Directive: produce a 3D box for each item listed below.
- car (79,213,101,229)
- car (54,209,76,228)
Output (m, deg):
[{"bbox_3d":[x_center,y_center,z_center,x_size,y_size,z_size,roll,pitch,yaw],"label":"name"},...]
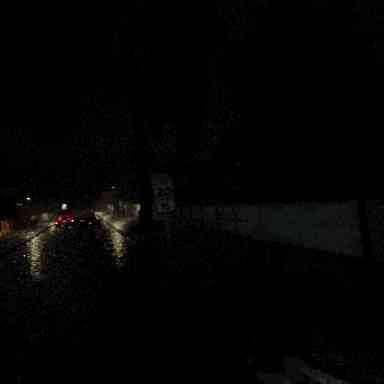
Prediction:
[{"bbox_3d":[-10.205,2.803,33.111,1.812,1.442,4.674,-7,0,-18],"label":"car"},{"bbox_3d":[-15.803,3.177,41.505,2.150,2.045,5.566,-7,0,-18],"label":"car"}]
